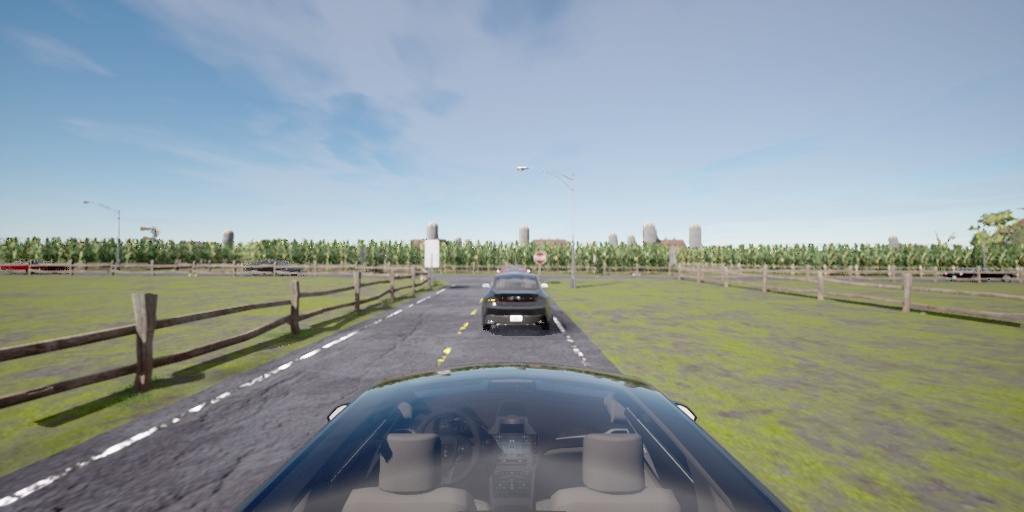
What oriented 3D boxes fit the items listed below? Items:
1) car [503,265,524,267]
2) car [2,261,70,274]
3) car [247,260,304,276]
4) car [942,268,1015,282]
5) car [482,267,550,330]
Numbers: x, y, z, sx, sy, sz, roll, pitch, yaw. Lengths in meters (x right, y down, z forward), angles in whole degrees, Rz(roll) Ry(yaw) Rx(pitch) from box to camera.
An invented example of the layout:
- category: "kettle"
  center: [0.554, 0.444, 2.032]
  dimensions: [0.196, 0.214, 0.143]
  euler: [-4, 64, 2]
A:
- category: "car"
  center: [0.092, 1.267, 21.557]
  dimensions: [1.882, 1.535, 5.008]
  euler: [0, 0, -1]
- category: "car"
  center: [-46.065, 1.096, 34.885]
  dimensions: [4.718, 1.301, 1.895]
  euler: [0, -1, 1]
- category: "car"
  center: [-22.813, 1.143, 34.697]
  dimensions: [4.892, 1.490, 1.837]
  euler: [1, -1, 0]
- category: "car"
  center: [44.592, 1.771, 34.329]
  dimensions: [4.718, 1.301, 1.895]
  euler: [1, -1, 1]
- category: "car"
  center: [0.108, 1.275, 11.242]
  dimensions: [1.837, 1.490, 4.892]
  euler: [0, 0, 0]
